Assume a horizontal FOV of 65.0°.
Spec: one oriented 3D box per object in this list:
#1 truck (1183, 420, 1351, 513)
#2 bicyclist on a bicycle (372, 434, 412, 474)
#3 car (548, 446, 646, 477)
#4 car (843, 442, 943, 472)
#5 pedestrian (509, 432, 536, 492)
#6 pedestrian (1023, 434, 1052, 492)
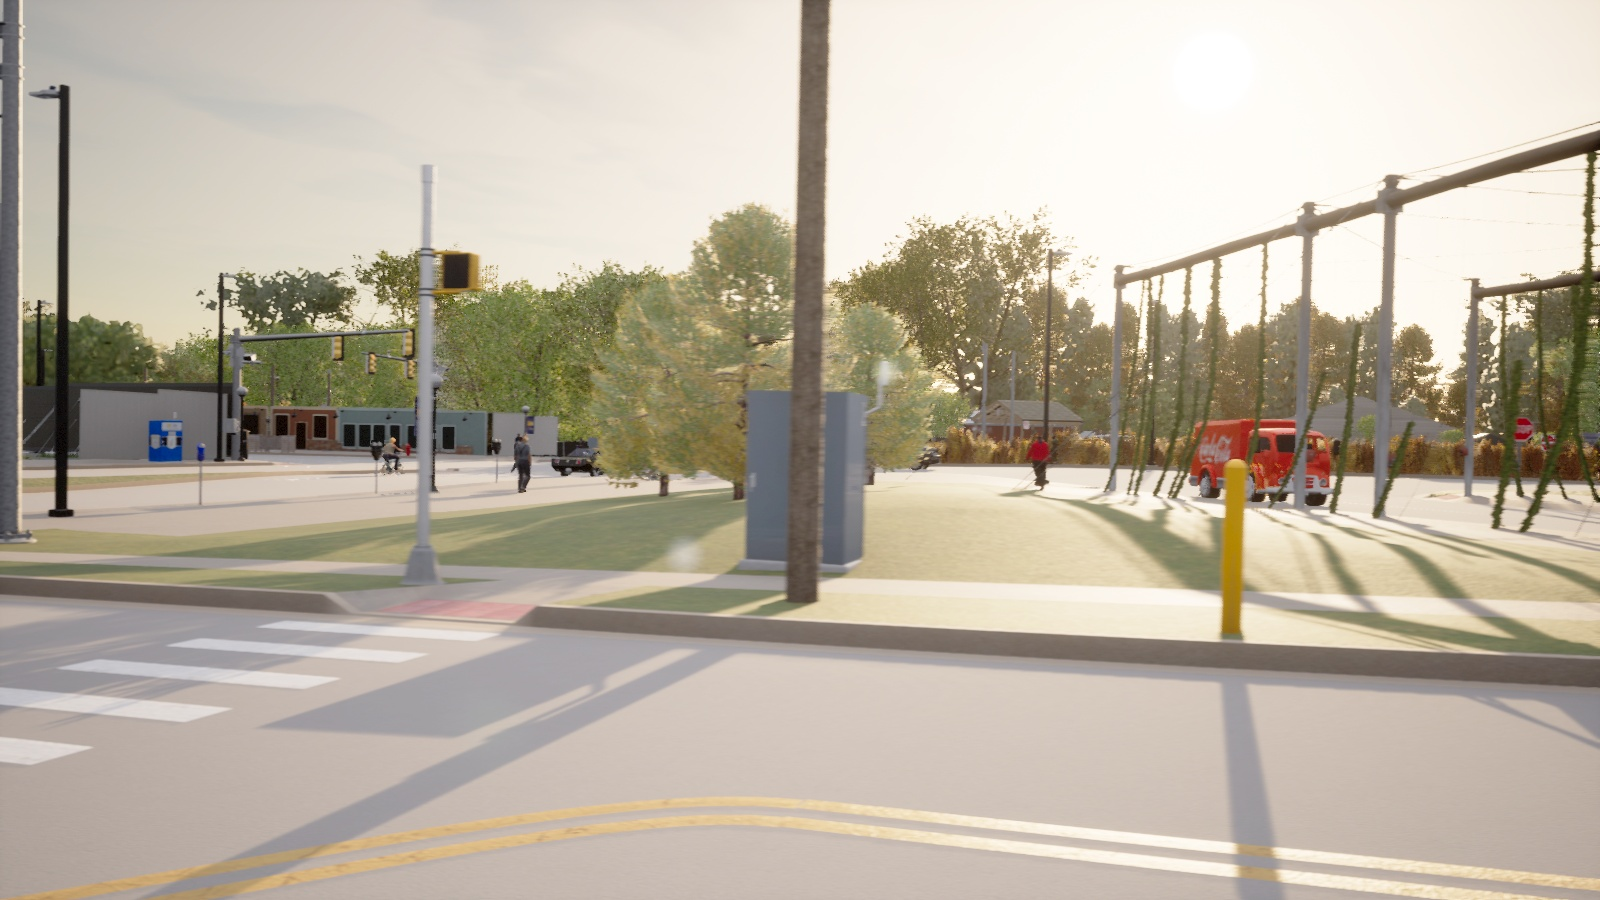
[{"bbox_3d":[13.564,0.449,36.929,2.627,2.467,5.204,2,0,-4],"label":"truck"},{"bbox_3d":[-17.018,0.170,52.450,0.866,1.612,1.509,2,0,15],"label":"bicyclist on a bicycle"},{"bbox_3d":[-9.106,0.497,56.807,1.895,1.301,4.718,1,1,28],"label":"car"},{"bbox_3d":[4.850,0.335,65.506,4.892,1.490,1.837,0,1,18],"label":"car"},{"bbox_3d":[-8.776,0.364,39.697,0.540,1.848,0.694,2,1,15],"label":"pedestrian"},{"bbox_3d":[7.727,0.420,40.887,0.634,1.844,0.899,2,1,-7],"label":"pedestrian"}]
